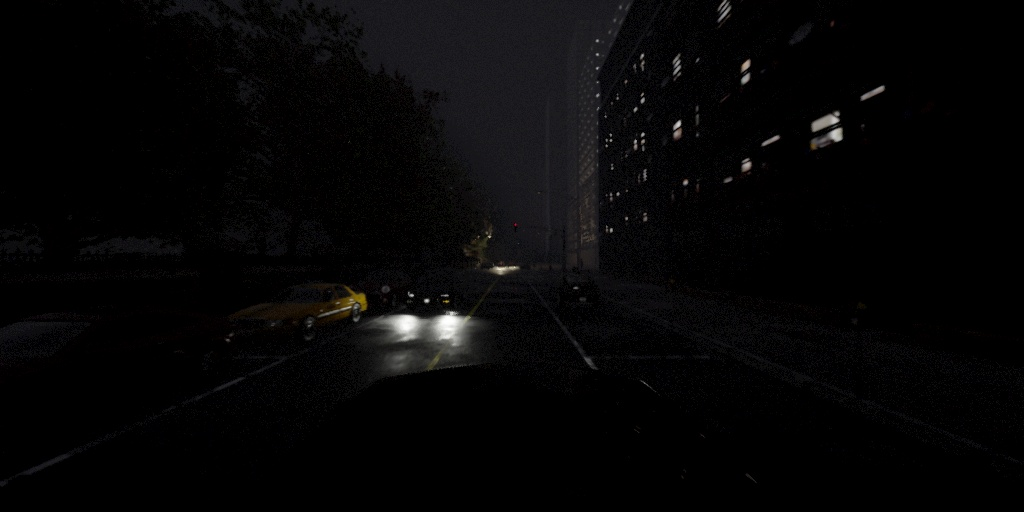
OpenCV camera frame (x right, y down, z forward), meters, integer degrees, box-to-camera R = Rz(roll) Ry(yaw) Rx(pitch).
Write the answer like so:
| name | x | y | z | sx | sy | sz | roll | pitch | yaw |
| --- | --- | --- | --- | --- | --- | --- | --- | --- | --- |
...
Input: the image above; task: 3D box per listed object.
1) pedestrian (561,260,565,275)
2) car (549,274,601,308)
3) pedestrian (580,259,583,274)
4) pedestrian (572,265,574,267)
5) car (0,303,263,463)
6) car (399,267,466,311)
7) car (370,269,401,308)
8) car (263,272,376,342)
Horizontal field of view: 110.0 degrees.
| name | x | y | z | sx | sy | sz | roll | pitch | yaw |
| --- | --- | --- | --- | --- | --- | --- | --- | --- | --- |
| pedestrian | 6.136 | 1.314 | 42.896 | 0.375 | 1.860 | 0.375 | 0 | -1 | 0 |
| car | 2.689 | 1.446 | 15.797 | 2.007 | 1.370 | 4.403 | 0 | 0 | 0 |
| pedestrian | 8.137 | 1.203 | 42.297 | 0.375 | 1.860 | 0.375 | 0 | -1 | 0 |
| pedestrian | 7.136 | 1.652 | 41.691 | 0.500 | 1.100 | 0.500 | 0 | -1 | 0 |
| car | -5.692 | 1.363 | 4.719 | 1.802 | 1.307 | 4.207 | 0 | 0 | 0 |
| car | -3.100 | 1.396 | 15.470 | 1.837 | 1.490 | 4.892 | 0 | -1 | 0 |
| car | -5.692 | 1.335 | 15.796 | 1.967 | 1.591 | 4.097 | 0 | 0 | 0 |
| car | -5.692 | 1.363 | 10.087 | 1.751 | 1.417 | 4.829 | 0 | 0 | 0 |
